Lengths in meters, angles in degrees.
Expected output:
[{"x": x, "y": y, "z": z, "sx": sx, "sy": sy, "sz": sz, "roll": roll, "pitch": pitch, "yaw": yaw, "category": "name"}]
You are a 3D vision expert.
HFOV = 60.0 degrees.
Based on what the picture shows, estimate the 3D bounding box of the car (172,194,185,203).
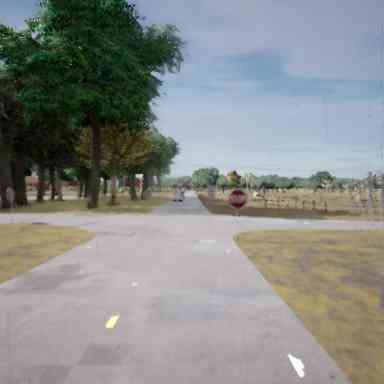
[{"x": -2.757, "y": 1.286, "z": 64.099, "sx": 1.882, "sy": 1.535, "sz": 5.008, "roll": 0, "pitch": 1, "yaw": 0, "category": "car"}]

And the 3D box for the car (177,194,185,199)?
[{"x": -2.760, "y": 1.229, "z": 88.090, "sx": 1.994, "sy": 1.385, "sz": 4.181, "roll": 0, "pitch": 0, "yaw": 0, "category": "car"}]
